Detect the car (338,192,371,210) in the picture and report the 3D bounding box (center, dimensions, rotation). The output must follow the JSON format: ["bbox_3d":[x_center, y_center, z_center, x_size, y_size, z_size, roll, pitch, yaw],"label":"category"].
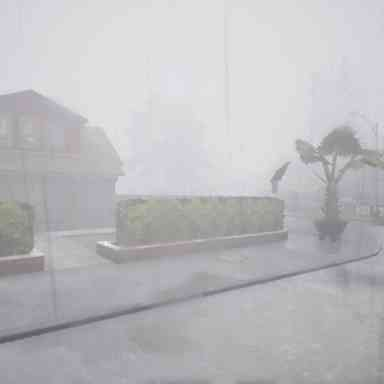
[{"bbox_3d":[17.391,0.985,36.217,3.866,1.878,1.905,0,0,0],"label":"car"}]
